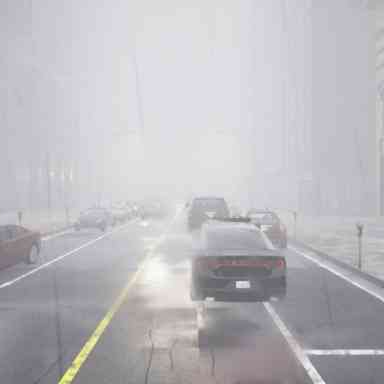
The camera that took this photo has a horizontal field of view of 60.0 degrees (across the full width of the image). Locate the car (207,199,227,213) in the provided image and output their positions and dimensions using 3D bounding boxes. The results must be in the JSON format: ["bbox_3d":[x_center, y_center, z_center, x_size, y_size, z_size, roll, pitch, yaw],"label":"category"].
[{"bbox_3d":[2.763,1.550,37.055,1.887,1.381,4.507,0,0,0],"label":"car"}]

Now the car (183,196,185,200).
[{"bbox_3d":[0.036,1.533,46.648,1.812,1.442,4.674,0,0,0],"label":"car"}]

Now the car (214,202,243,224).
[{"bbox_3d":[2.764,1.529,26.021,1.752,1.417,4.829,0,0,0],"label":"car"}]

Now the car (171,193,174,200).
[{"bbox_3d":[-5.765,1.454,76.258,1.967,1.590,4.097,0,0,0],"label":"car"}]

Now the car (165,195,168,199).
[{"bbox_3d":[-5.765,1.592,59.453,1.802,1.307,4.206,0,0,0],"label":"car"}]

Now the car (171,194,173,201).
[{"bbox_3d":[-5.765,1.578,70.657,1.947,1.339,4.313,0,0,0],"label":"car"}]

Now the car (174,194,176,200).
[{"bbox_3d":[-5.766,1.581,81.860,1.947,1.339,4.313,0,0,0],"label":"car"}]

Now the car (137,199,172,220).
[{"bbox_3d":[-3.101,1.551,28.128,2.033,1.411,5.357,0,0,0],"label":"car"}]

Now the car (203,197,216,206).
[{"bbox_3d":[2.761,1.553,53.862,1.887,1.381,4.507,0,0,0],"label":"car"}]

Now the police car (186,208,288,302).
[{"bbox_3d":[0.899,1.426,8.437,1.930,1.638,5.238,0,0,0],"label":"police car"}]

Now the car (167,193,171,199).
[{"bbox_3d":[-5.765,1.451,65.055,1.967,1.590,4.097,0,0,0],"label":"car"}]

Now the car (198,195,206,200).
[{"bbox_3d":[2.758,1.585,93.077,1.947,1.339,4.313,0,0,0],"label":"car"}]

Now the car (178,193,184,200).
[{"bbox_3d":[-3.008,1.511,94.340,2.128,1.511,4.902,0,0,0],"label":"car"}]

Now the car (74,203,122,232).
[{"bbox_3d":[-5.761,1.584,20.240,1.802,1.307,4.206,0,0,0],"label":"car"}]

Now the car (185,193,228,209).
[{"bbox_3d":[0.819,1.226,18.349,2.150,2.045,5.566,0,0,-1],"label":"car"}]

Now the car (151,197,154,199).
[{"bbox_3d":[-5.763,1.550,37.045,1.887,1.381,4.507,0,0,0],"label":"car"}]

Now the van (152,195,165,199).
[{"bbox_3d":[-5.763,1.350,53.852,1.690,1.788,3.998,0,0,0],"label":"van"}]

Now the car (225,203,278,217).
[{"bbox_3d":[2.765,1.442,14.646,1.967,1.590,4.097,0,0,0],"label":"car"}]

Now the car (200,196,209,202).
[{"bbox_3d":[2.759,1.558,76.270,1.887,1.381,4.507,0,0,0],"label":"car"}]

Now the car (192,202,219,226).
[{"bbox_3d":[0.898,1.529,24.327,1.812,1.442,4.674,0,0,0],"label":"car"}]

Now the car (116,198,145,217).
[{"bbox_3d":[-5.762,1.445,31.444,1.967,1.590,4.097,0,0,0],"label":"car"}]

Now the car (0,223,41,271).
[{"bbox_3d":[-5.760,1.545,9.037,1.887,1.381,4.507,0,0,0],"label":"car"}]

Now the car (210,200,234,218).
[{"bbox_3d":[2.763,1.549,31.453,1.887,1.381,4.507,0,0,0],"label":"car"}]

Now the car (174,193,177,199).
[{"bbox_3d":[-5.766,1.332,87.462,2.192,1.841,5.009,0,0,0],"label":"car"}]

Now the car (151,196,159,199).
[{"bbox_3d":[-5.763,1.551,42.648,1.887,1.381,4.507,0,0,0],"label":"car"}]

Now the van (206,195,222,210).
[{"bbox_3d":[2.763,1.348,42.657,1.690,1.788,3.998,0,0,0],"label":"van"}]

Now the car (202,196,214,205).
[{"bbox_3d":[2.761,1.450,59.464,1.967,1.590,4.097,0,0,0],"label":"car"}]

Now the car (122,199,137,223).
[{"bbox_3d":[-5.762,1.529,25.672,1.752,1.417,4.829,0,0,0],"label":"car"}]
